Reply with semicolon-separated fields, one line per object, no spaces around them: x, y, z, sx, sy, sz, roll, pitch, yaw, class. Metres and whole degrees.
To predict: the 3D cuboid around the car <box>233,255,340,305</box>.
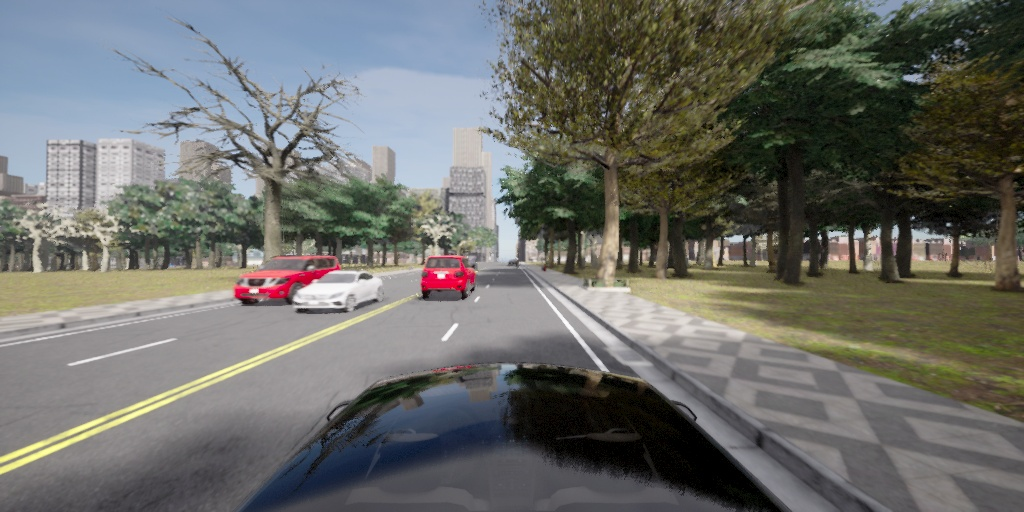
-9.852;0.992;16.466;2.150;2.045;5.566;0;0;0;car

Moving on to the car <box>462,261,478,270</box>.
-6.559;1.479;56.139;1.994;1.385;4.181;0;0;0;car

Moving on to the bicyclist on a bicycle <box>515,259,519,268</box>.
0.887;1.388;59.506;0.582;1.620;1.656;0;-1;0;bicyclist on a bicycle

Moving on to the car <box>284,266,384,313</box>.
-6.601;1.292;14.249;1.812;1.442;4.674;0;0;0;car

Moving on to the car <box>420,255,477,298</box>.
-3.153;0.997;18.632;2.150;2.045;5.566;0;0;0;car
